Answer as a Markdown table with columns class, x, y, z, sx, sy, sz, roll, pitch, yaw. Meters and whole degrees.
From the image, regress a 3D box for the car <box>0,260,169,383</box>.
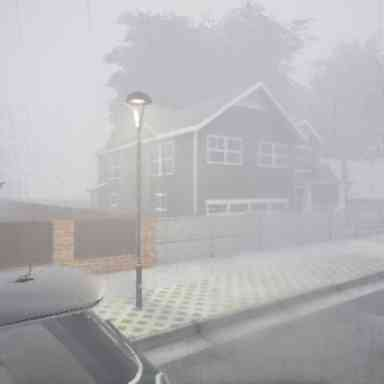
| class | x | y | z | sx | sy | sz | roll | pitch | yaw |
| --- | --- | --- | --- | --- | --- | --- | --- | --- | --- |
| car | -2.267 | 1.346 | 1.455 | 4.553 | 1.767 | 2.097 | 0 | 0 | -36 |
